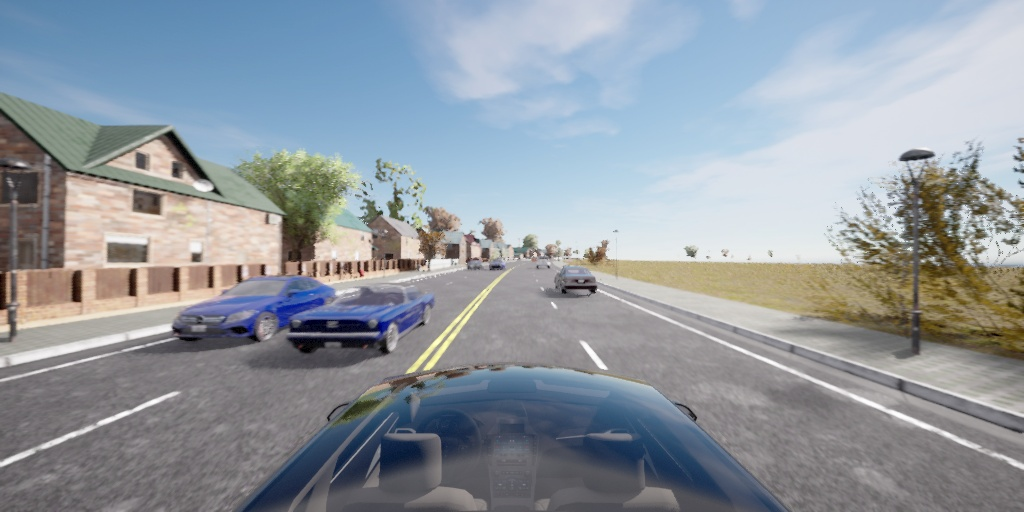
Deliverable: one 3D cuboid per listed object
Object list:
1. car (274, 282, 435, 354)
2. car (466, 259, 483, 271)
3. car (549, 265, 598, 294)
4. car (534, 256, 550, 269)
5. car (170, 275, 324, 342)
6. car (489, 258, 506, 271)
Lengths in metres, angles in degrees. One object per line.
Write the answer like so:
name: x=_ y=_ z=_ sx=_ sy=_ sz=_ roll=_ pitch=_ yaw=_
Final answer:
car: x=-3.315 y=1.346 z=8.865 sx=1.895 sy=1.301 sz=4.718 roll=0 pitch=0 yaw=0
car: x=-5.232 y=1.246 z=50.972 sx=2.128 sy=1.511 sz=4.902 roll=0 pitch=0 yaw=4
car: x=3.526 y=1.304 z=20.483 sx=2.033 sy=1.411 sz=5.357 roll=0 pitch=0 yaw=1
car: x=4.955 y=0.982 z=57.467 sx=2.150 sy=2.045 sz=5.566 roll=0 pitch=0 yaw=4
car: x=-6.549 y=1.266 z=9.843 sx=1.812 sy=1.442 sz=4.674 roll=0 pitch=0 yaw=1
car: x=-2.017 y=1.108 z=50.255 sx=2.097 sy=1.767 sz=4.553 roll=0 pitch=0 yaw=3
